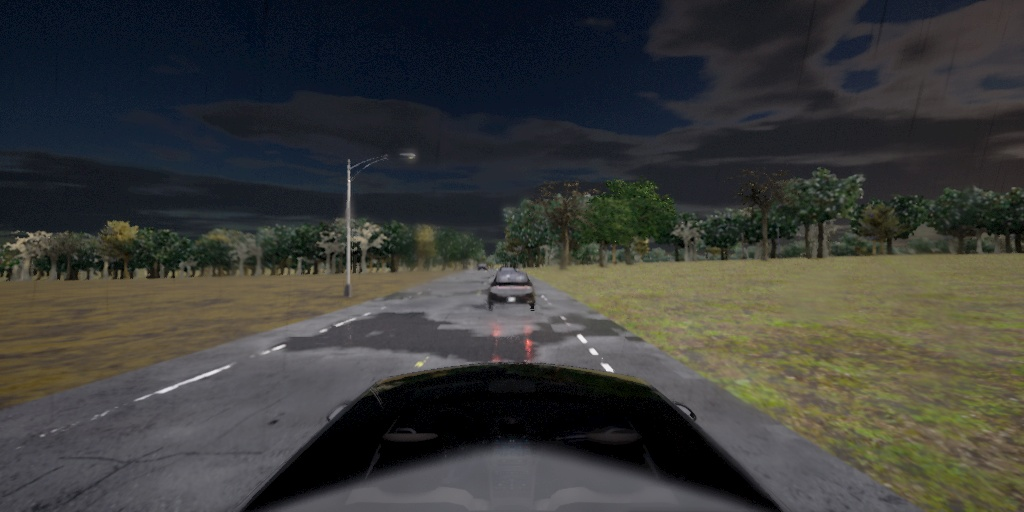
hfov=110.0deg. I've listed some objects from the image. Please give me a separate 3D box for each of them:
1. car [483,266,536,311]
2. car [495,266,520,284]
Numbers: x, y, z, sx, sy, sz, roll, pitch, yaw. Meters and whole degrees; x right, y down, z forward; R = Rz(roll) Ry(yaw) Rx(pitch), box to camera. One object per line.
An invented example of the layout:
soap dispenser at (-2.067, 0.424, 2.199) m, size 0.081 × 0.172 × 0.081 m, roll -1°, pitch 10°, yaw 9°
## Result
car at (-0.019, 1.379, 15.371) m, size 2.128 × 1.511 × 4.902 m, roll 0°, pitch 0°, yaw 0°
car at (-0.411, 1.569, 30.446) m, size 1.994 × 1.385 × 4.181 m, roll 0°, pitch 0°, yaw -2°
